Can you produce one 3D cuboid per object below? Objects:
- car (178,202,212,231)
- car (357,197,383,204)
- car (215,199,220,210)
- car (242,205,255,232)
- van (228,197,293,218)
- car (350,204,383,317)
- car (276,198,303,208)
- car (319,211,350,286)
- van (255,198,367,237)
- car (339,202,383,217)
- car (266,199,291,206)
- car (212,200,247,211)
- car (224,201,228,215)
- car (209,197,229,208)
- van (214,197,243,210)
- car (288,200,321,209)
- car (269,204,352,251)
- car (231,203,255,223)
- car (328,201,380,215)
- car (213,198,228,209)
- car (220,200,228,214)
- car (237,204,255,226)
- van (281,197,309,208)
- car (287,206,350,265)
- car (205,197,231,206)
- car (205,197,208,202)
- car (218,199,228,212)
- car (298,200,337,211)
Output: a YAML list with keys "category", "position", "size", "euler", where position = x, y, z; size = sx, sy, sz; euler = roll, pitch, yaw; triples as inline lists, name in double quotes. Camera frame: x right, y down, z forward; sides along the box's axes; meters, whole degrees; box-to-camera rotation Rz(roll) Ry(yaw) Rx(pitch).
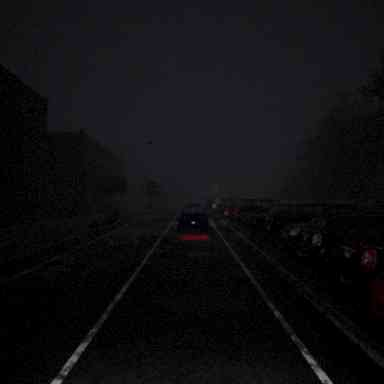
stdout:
- category: "car"
  position: [0.091, 1.705, 22.340]
  size: [1.882, 1.535, 5.008]
  euler: [0, -1, 0]
- category: "car"
  position: [18.672, 1.527, 30.317]
  size: [5.566, 2.045, 2.435]
  euler: [0, -1, 0]
- category: "car"
  position: [5.572, 1.924, 41.137]
  size: [4.792, 1.488, 2.163]
  euler: [0, -1, 0]
- category: "car"
  position: [5.636, 1.664, 18.714]
  size: [5.008, 1.535, 2.097]
  euler: [0, -1, 0]
- category: "van"
  position: [5.509, 1.521, 27.126]
  size: [4.442, 1.987, 1.878]
  euler: [0, -1, 0]
- category: "car"
  position: [5.637, 1.275, 4.701]
  size: [5.566, 2.045, 2.435]
  euler: [0, -1, 0]
- category: "car"
  position: [18.619, 2.063, 63.608]
  size: [4.553, 1.767, 2.185]
  euler: [0, -1, 0]
- category: "car"
  position: [5.629, 1.428, 7.503]
  size: [4.553, 1.767, 2.185]
  euler: [0, -1, 0]
- category: "van"
  position: [5.529, 1.410, 15.913]
  size: [4.442, 1.987, 1.878]
  euler: [0, -1, 0]
- category: "car"
  position: [18.688, 1.874, 35.884]
  size: [4.674, 1.452, 2.002]
  euler: [0, -1, 0]
- category: "car"
  position: [18.653, 2.321, 71.961]
  size: [5.008, 1.535, 2.097]
  euler: [0, -1, 0]
- category: "car"
  position: [5.582, 2.002, 49.545]
  size: [5.008, 1.535, 2.097]
  euler: [0, -1, 0]
- category: "car"
  position: [5.650, 1.804, 29.927]
  size: [4.792, 1.488, 2.163]
  euler: [0, -1, 0]
- category: "car"
  position: [5.620, 1.714, 46.745]
  size: [5.566, 2.045, 2.435]
  euler: [0, -1, 0]
- category: "van"
  position: [5.699, 1.813, 52.352]
  size: [4.442, 1.987, 1.878]
  euler: [0, -1, 0]
- category: "car"
  position: [18.655, 2.116, 55.254]
  size: [4.674, 1.452, 2.002]
  euler: [0, -1, 0]
- category: "car"
  position: [5.682, 1.483, 13.109]
  size: [4.553, 1.767, 2.185]
  euler: [0, -1, 0]
- category: "car"
  position: [5.602, 1.748, 24.320]
  size: [4.792, 1.488, 2.163]
  euler: [0, -1, 0]
- category: "car"
  position: [18.680, 1.865, 38.545]
  size: [5.008, 1.535, 2.097]
  euler: [0, -1, 0]
- category: "car"
  position: [5.592, 1.930, 43.935]
  size: [4.892, 1.521, 2.231]
  euler: [0, -1, 0]
- category: "car"
  position: [5.802, 1.799, 32.730]
  size: [5.366, 1.575, 1.946]
  euler: [0, -1, 0]
- category: "car"
  position: [5.607, 1.721, 21.517]
  size: [4.792, 1.488, 2.163]
  euler: [0, -1, 0]
- category: "van"
  position: [18.768, 1.923, 60.829]
  size: [4.442, 1.987, 1.878]
  euler: [0, -1, 0]
- category: "car"
  position: [5.624, 1.455, 10.306]
  size: [4.553, 1.767, 2.185]
  euler: [0, -1, 0]
- category: "car"
  position: [5.597, 2.072, 71.972]
  size: [5.566, 2.045, 2.435]
  euler: [0, -1, 0]
- category: "car"
  position: [5.598, 1.938, 63.563]
  size: [5.566, 2.045, 2.435]
  euler: [0, -1, 0]
- category: "car"
  position: [5.606, 1.830, 35.530]
  size: [5.008, 1.535, 2.097]
  euler: [0, -1, 0]
- category: "car"
  position: [18.661, 2.004, 49.684]
  size: [5.008, 1.535, 2.097]
  euler: [0, -1, 0]
